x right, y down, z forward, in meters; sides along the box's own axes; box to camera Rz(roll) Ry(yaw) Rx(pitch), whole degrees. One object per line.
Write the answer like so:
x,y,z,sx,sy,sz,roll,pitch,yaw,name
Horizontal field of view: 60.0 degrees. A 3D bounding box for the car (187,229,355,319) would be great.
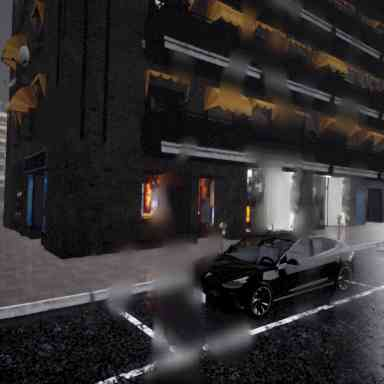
1.934,1.570,7.448,4.313,1.339,1.947,0,2,-35,car
